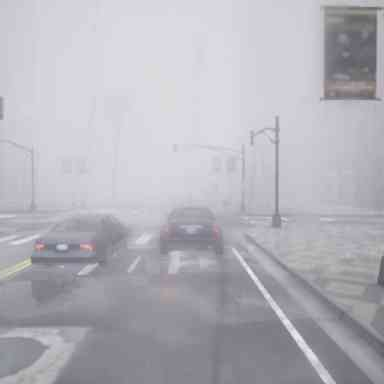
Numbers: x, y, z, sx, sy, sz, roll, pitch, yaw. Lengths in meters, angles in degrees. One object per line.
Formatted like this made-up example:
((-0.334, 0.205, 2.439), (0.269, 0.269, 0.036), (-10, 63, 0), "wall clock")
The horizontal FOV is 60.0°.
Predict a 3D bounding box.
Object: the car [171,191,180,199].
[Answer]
((-3.838, 0.674, 78.850), (2.097, 1.767, 4.553), (0, 0, 0), "car")

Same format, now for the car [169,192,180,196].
((-3.764, 0.798, 68.816), (2.097, 1.767, 4.553), (0, 0, 0), "car")

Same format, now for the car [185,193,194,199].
((-0.588, 0.859, 78.905), (2.033, 1.411, 5.357), (0, 0, 0), "car")

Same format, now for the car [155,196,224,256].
((0.014, 1.213, 12.571), (2.097, 1.767, 4.553), (0, 1, 1), "car")

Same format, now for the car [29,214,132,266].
((-3.314, 1.426, 10.991), (2.033, 1.411, 5.357), (0, 1, 0), "car")

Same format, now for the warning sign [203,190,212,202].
((2.462, 0.619, 53.333), (1.300, 1.860, 1.060), (1, 1, 0), "warning sign")

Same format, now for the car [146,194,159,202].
((-6.977, 1.028, 58.890), (2.033, 1.411, 5.357), (0, 0, 0), "car")

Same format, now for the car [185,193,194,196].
((-0.471, 1.061, 64.793), (1.895, 1.301, 4.718), (0, 0, 0), "car")
